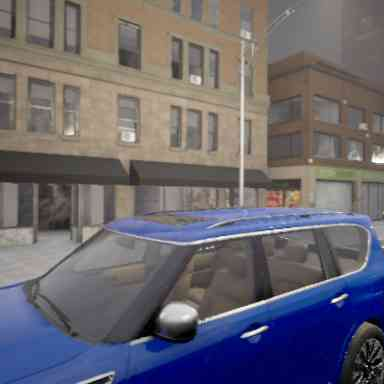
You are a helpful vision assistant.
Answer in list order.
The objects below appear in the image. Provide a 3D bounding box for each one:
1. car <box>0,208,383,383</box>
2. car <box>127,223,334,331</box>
[{"bbox_3d":[-0.057,1.228,3.336,5.566,2.045,2.150,0,0,-35],"label":"car"},{"bbox_3d":[1.007,1.570,7.479,4.403,1.369,2.008,0,0,-36],"label":"car"}]
